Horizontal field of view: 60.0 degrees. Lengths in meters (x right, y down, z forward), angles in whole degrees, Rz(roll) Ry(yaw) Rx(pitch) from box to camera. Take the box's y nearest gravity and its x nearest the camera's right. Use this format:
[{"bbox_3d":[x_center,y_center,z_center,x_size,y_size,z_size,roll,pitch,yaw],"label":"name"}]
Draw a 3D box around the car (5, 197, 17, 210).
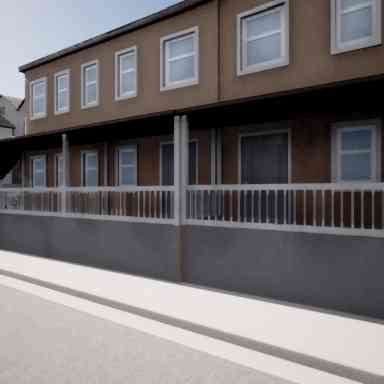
[{"bbox_3d":[-15.863,1.192,27.670,1.994,1.385,4.181,0,13,35],"label":"car"}]
